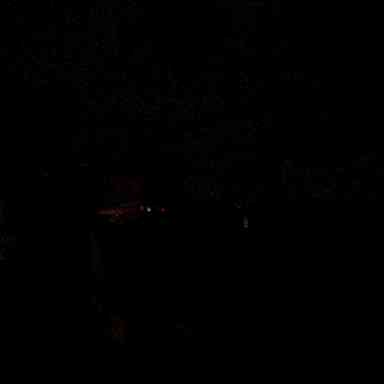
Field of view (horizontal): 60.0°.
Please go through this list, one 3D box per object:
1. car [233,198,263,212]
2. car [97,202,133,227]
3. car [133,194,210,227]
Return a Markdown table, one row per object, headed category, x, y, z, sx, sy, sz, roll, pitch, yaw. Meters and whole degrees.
| category | x | y | z | sx | sy | sz | roll | pitch | yaw |
| --- | --- | --- | --- | --- | --- | --- | --- | --- | --- |
| car | 6.366 | 1.420 | 37.420 | 1.837 | 1.490 | 4.892 | 0 | 0 | 36 |
| car | -4.205 | 1.424 | 22.888 | 1.882 | 1.535 | 5.008 | 0 | 0 | 36 |
| car | -1.002 | 1.167 | 22.433 | 2.150 | 2.045 | 5.566 | 0 | 0 | 37 |
